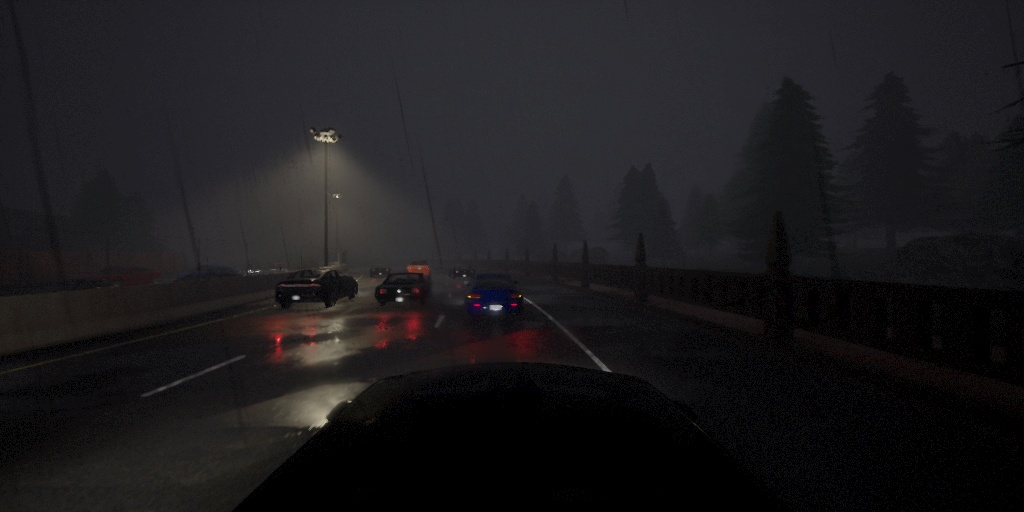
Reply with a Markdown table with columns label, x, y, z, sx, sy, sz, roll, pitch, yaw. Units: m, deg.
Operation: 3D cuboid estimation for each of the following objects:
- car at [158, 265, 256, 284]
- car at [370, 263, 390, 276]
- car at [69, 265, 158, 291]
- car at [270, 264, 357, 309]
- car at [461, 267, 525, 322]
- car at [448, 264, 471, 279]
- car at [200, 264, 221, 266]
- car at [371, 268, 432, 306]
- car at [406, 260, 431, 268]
| label | x | y | z | sx | sy | sz | roll | pitch | yaw |
| --- | --- | --- | --- | --- | --- | --- | --- | --- | --- |
| car | -16.003 | 1.380 | 19.138 | 1.994 | 1.385 | 4.181 | 0 | 0 | -11 |
| car | -13.433 | 1.412 | 36.601 | 1.895 | 1.301 | 4.718 | 0 | 0 | -20 |
| car | -23.695 | 1.325 | 21.721 | 1.882 | 1.535 | 5.008 | 0 | 0 | -14 |
| car | -8.064 | 1.276 | 15.226 | 2.128 | 1.511 | 4.902 | 0 | 0 | -8 |
| car | -0.680 | 1.281 | 12.329 | 1.812 | 1.442 | 4.674 | 0 | 0 | -6 |
| car | -4.640 | 1.376 | 32.318 | 1.895 | 1.301 | 4.718 | 0 | 0 | -17 |
| car | -20.897 | 1.315 | 24.840 | 1.882 | 1.535 | 5.008 | 0 | 0 | -16 |
| car | -4.600 | 1.372 | 15.918 | 1.895 | 1.301 | 4.718 | 0 | 0 | -8 |
| car | -8.882 | 1.144 | 34.004 | 2.097 | 1.767 | 4.553 | 0 | 0 | -17 |
